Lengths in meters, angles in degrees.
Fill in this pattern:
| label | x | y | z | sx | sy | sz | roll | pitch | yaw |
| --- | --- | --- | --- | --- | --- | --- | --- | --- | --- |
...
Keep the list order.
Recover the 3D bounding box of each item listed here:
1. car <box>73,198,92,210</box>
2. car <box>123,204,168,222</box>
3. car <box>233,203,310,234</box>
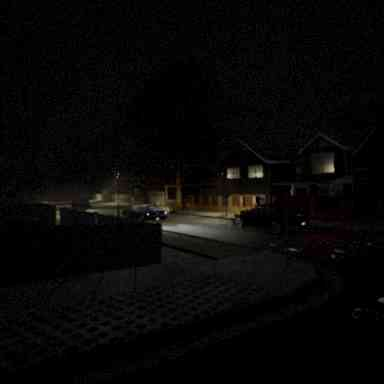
| label | x | y | z | sx | sy | sz | roll | pitch | yaw |
| --- | --- | --- | --- | --- | --- | --- | --- | --- | --- |
| car | -14.859 | 1.526 | 44.657 | 1.882 | 1.535 | 5.008 | -3 | 1 | -29 |
| car | -3.703 | 1.648 | 26.054 | 1.895 | 1.301 | 4.718 | -3 | 2 | -32 |
| car | 4.375 | 1.414 | 19.144 | 2.128 | 1.511 | 4.902 | -3 | 2 | -34 |
